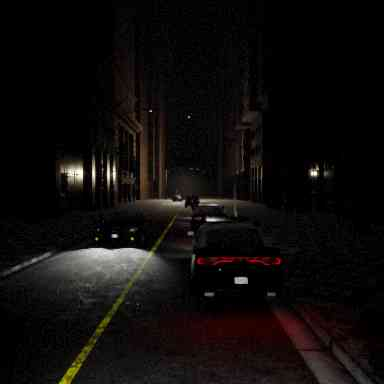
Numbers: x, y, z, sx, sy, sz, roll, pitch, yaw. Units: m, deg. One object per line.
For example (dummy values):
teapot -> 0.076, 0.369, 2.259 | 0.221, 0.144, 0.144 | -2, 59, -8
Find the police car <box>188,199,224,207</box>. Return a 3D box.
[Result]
police car -> 0.915, 1.412, 18.698 | 1.930, 1.638, 5.238 | 0, 0, 0

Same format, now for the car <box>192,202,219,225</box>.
car -> 0.920, 1.507, 24.588 | 1.812, 1.442, 4.674 | 0, 0, 0

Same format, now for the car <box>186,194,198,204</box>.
car -> 0.050, 1.271, 60.082 | 2.097, 1.767, 4.553 | 0, 0, 0

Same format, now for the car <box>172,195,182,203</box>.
car -> -2.944, 1.395, 66.737 | 2.128, 1.511, 4.902 | 0, 0, 0

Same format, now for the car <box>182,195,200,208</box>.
car -> 0.055, 1.299, 46.789 | 2.097, 1.767, 4.553 | 0, 0, 0

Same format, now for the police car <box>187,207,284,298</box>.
police car -> 0.906, 1.421, 8.696 | 1.930, 1.638, 5.238 | 0, 0, 0

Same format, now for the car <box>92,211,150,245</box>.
car -> -3.088, 1.555, 15.227 | 1.994, 1.385, 4.181 | 0, 0, 0
